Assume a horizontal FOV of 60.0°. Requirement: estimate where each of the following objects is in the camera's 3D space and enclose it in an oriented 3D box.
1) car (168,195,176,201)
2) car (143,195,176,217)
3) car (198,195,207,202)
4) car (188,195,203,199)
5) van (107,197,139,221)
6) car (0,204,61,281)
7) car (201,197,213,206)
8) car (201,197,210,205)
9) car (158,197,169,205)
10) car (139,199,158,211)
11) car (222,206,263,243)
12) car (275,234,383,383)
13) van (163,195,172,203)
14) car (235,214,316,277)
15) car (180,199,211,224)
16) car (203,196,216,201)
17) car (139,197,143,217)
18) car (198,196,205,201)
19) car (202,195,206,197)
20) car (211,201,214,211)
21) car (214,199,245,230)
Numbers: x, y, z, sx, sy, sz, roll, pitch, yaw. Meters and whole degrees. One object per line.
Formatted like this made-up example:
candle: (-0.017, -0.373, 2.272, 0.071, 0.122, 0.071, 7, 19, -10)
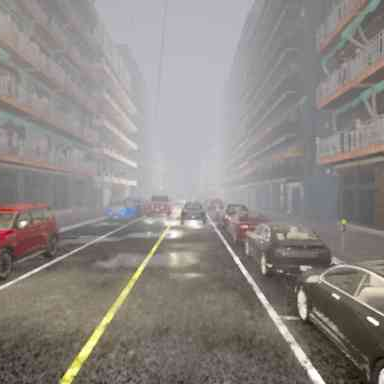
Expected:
car: (-5.710, 1.803, 94.982, 1.967, 1.590, 4.097, 0, 0, 0)
car: (-3.073, 1.294, 32.339, 2.150, 2.045, 5.566, 0, 0, 0)
car: (2.672, 1.610, 83.636, 2.192, 1.841, 5.009, 0, 0, 0)
car: (0.092, 1.614, 46.215, 2.128, 1.511, 4.902, 0, 0, 0)
van: (-5.696, 1.394, 27.041, 1.690, 1.788, 3.998, 0, 0, 0)
car: (-5.692, 1.333, 10.055, 2.192, 1.841, 5.009, 0, 0, 0)
car: (2.678, 1.726, 60.993, 1.887, 1.381, 4.507, 0, 0, 0)
car: (2.676, 1.732, 66.821, 1.752, 1.417, 4.829, 0, 0, 0)
car: (-5.704, 1.731, 66.503, 1.752, 1.417, 4.829, 0, 0, 0)
car: (-5.699, 1.658, 44.024, 1.887, 1.381, 4.507, 0, 0, 0)
car: (2.687, 1.572, 15.698, 1.887, 1.381, 4.507, 0, 0, 0)
car: (2.689, 1.559, 4.372, 2.008, 1.369, 4.403, 0, 0, 0)
van: (-5.707, 1.604, 77.997, 1.690, 1.788, 3.998, 0, 0, 0)
car: (2.688, 1.569, 10.035, 2.008, 1.369, 4.403, 0, 0, 0)
car: (0.096, 1.539, 25.441, 2.128, 1.511, 4.902, 0, 0, 0)
car: (2.682, 1.531, 38.341, 1.967, 1.590, 4.097, 0, 0, 0)
car: (-5.698, 1.386, 32.701, 2.192, 1.841, 5.009, 0, 0, 0)
car: (2.671, 1.913, 94.959, 2.008, 1.369, 4.403, 0, 0, 0)
car: (2.679, 1.703, 55.327, 1.887, 1.381, 4.507, 0, 0, 0)
car: (2.684, 1.634, 27.021, 1.802, 1.307, 4.206, 0, 0, 0)
car: (2.686, 1.480, 21.358, 1.967, 1.590, 4.097, 0, 0, 0)
